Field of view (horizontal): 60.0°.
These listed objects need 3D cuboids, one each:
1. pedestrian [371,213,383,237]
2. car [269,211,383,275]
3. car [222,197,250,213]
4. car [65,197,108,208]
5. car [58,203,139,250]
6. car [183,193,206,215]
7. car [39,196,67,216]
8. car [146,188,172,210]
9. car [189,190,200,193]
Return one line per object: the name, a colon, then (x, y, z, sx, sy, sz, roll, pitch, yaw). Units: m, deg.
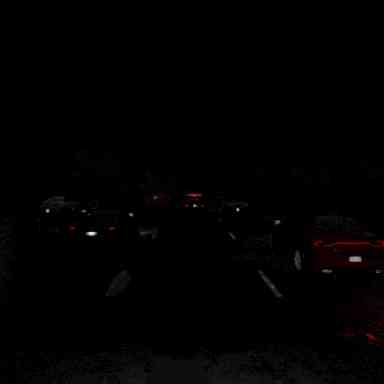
pedestrian: (7.019, 1.294, 12.453, 0.500, 1.100, 0.500, 0, 1, 0)
car: (3.641, 1.297, 9.856, 1.882, 1.535, 5.008, 0, 1, 0)
car: (3.723, 1.077, 29.013, 1.895, 1.301, 4.718, 0, 1, 0)
car: (-6.803, 1.153, 22.881, 1.994, 1.385, 4.181, 0, 1, 0)
car: (-3.347, 1.327, 13.113, 1.994, 1.385, 4.181, 0, 1, 0)
car: (0.217, 1.051, 27.510, 2.033, 1.411, 5.357, 0, 1, 0)
car: (-10.288, 1.058, 26.045, 1.812, 1.442, 4.674, 0, 1, 0)
car: (-3.259, 0.625, 33.225, 2.150, 2.045, 5.566, 0, 1, 0)
car: (0.290, 0.549, 44.564, 2.097, 1.767, 4.553, 0, 1, 0)
